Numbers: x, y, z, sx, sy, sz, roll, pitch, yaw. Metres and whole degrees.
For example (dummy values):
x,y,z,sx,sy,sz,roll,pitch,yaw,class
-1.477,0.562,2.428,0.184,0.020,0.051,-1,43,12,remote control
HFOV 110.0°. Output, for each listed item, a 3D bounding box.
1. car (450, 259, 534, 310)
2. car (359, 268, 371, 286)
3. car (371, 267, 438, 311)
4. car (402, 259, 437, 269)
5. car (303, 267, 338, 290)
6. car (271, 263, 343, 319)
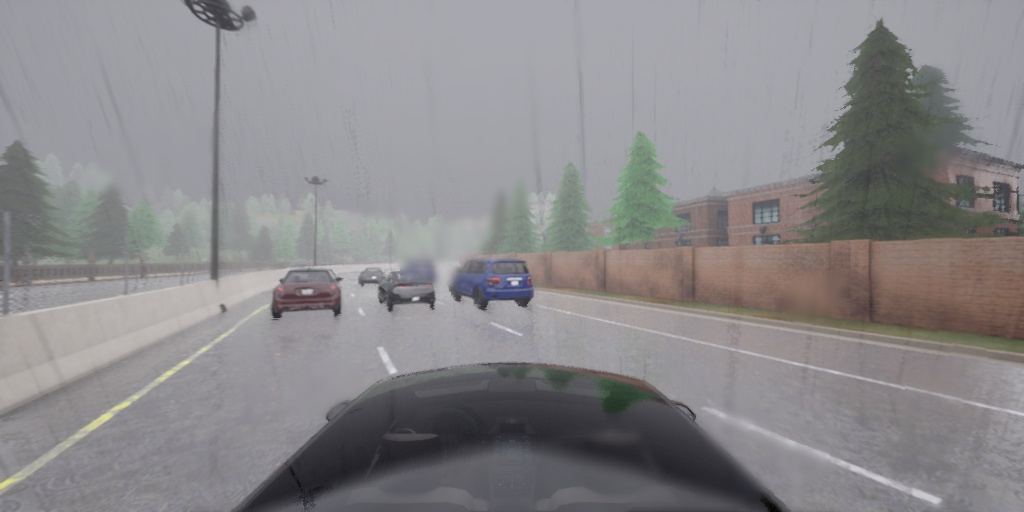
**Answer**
x,y,z,sx,sy,sz,roll,pitch,yaw,class
-1.068,1.143,16.133,2.150,2.045,5.566,0,0,-26,car
-11.233,1.623,28.952,1.994,1.385,4.181,0,-1,-24,car
-4.616,1.399,15.429,2.128,1.511,4.902,0,-1,-26,car
-7.705,1.295,29.595,2.150,2.045,5.566,0,0,-25,car
-13.963,1.574,26.450,2.033,1.411,5.357,0,-1,-25,car
-7.717,1.235,13.807,2.097,1.767,4.553,0,-1,-26,car
